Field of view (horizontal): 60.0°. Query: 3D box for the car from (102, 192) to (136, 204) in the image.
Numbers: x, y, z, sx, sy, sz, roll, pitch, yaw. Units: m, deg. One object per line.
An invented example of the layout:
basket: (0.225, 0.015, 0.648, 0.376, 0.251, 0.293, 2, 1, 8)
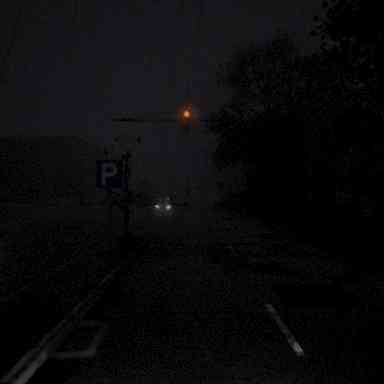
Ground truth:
car: (-11.649, 1.167, 52.165, 4.792, 1.488, 2.163, -1, 0, -15)

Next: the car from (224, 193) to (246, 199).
car: (10.448, 0.957, 81.309, 5.008, 1.535, 2.097, 0, 0, -11)

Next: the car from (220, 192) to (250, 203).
car: (7.441, 0.932, 57.801, 4.553, 1.767, 2.185, 0, 0, -14)

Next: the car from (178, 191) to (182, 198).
car: (-5.937, 0.852, 94.022, 4.553, 1.767, 2.185, -1, 0, -11)

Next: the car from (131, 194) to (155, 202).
car: (-9.901, 1.117, 67.122, 4.674, 1.452, 2.002, -1, 0, -13)

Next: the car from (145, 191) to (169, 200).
car: (-8.309, 0.782, 79.117, 5.566, 2.045, 2.435, -1, 0, -12)

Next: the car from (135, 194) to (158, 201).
car: (-9.541, 1.107, 70.125, 4.674, 1.452, 2.002, -1, 0, -13)

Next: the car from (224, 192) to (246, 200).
car: (10.054, 0.845, 78.379, 4.553, 1.767, 2.185, 0, 1, -11)

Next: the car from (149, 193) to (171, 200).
car: (-7.899, 1.023, 82.098, 5.008, 1.535, 2.097, -1, 0, -12)

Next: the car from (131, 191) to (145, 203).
car: (-11.016, 1.114, 55.159, 5.366, 1.575, 1.946, -1, 0, -15)

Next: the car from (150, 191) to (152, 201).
car: (-10.263, 1.089, 64.125, 4.892, 1.521, 2.231, -1, 0, -14)

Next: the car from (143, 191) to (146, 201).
car: (-10.934, 0.984, 58.111, 4.553, 1.767, 2.185, -1, 0, -14)

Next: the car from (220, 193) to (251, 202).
car: (7.965, 1.045, 60.797, 5.366, 1.575, 1.946, 1, 0, -14)

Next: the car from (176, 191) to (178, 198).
car: (-6.957, 1.001, 88.062, 5.008, 1.535, 2.097, -1, 0, -11)

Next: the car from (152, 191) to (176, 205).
car: (-3.992, 0.991, 48.081, 2.097, 1.767, 4.553, 0, 0, 5)

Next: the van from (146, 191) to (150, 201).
van: (-10.480, 0.871, 61.153, 4.442, 1.987, 1.878, -1, 0, -14)

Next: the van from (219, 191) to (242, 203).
van: (7.068, 0.844, 54.829, 4.442, 1.987, 1.878, 1, 1, -14)

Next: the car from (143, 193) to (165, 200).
car: (-8.748, 1.085, 76.110, 4.674, 1.452, 2.002, -1, 0, -12)

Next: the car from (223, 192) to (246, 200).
car: (9.176, 0.870, 72.507, 4.553, 1.767, 2.185, 0, 0, -12)
